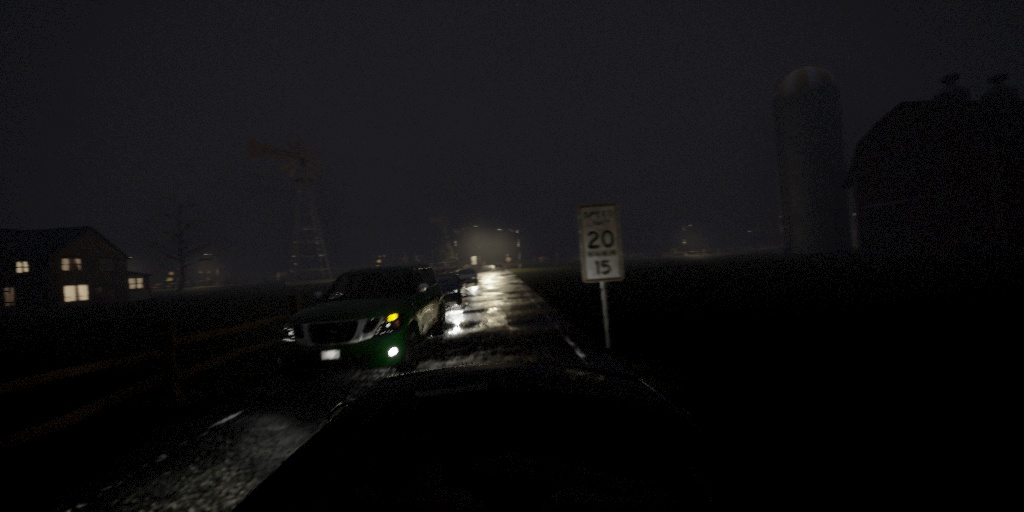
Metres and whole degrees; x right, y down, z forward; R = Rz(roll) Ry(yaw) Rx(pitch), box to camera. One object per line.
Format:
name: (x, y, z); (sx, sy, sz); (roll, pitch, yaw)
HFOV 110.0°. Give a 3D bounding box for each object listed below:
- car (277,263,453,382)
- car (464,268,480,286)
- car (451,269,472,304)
car: (-2.978, 1.238, 8.440); (2.150, 2.045, 5.566); (-4, 0, -2)
car: (-3.837, 1.786, 31.027); (1.812, 1.442, 4.674); (-4, 0, -2)
car: (-3.365, 1.653, 18.533); (1.812, 1.442, 4.674); (-4, 0, -2)
